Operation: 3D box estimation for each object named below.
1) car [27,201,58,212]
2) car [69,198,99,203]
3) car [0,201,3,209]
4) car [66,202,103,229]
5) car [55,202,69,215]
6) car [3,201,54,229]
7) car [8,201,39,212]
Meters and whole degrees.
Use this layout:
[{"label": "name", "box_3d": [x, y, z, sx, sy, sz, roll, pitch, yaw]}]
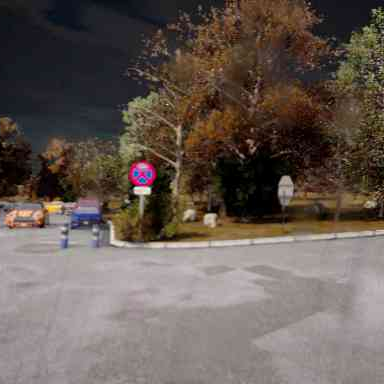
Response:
[{"label": "car", "box_3d": [-21.455, 2.067, 47.768, 4.892, 1.521, 2.231, -1, -1, 41]}, {"label": "car", "box_3d": [-9.063, 1.542, 28.889, 2.435, 2.045, 5.566, 1, -2, -21]}, {"label": "car", "box_3d": [-23.980, 2.110, 45.021, 4.181, 1.385, 1.994, -1, -2, 44]}, {"label": "car", "box_3d": [-7.259, 1.697, 23.168, 2.097, 1.535, 5.008, 1, -1, -15]}, {"label": "car", "box_3d": [-14.168, 1.969, 39.112, 2.231, 1.521, 4.892, 1, -1, -32]}, {"label": "car", "box_3d": [-10.920, 1.471, 22.508, 2.097, 1.767, 4.553, 1, -2, -17]}, {"label": "car", "box_3d": [-25.954, 2.147, 51.231, 5.008, 1.535, 2.097, 0, 0, 35]}]
